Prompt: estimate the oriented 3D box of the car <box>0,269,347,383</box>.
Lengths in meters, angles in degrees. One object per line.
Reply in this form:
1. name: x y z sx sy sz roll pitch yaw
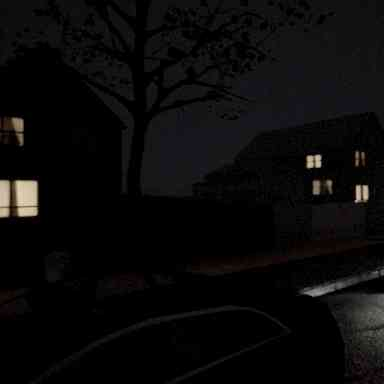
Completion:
1. car: -0.806 1.491 2.492 4.902 1.511 2.128 0 0 -36
